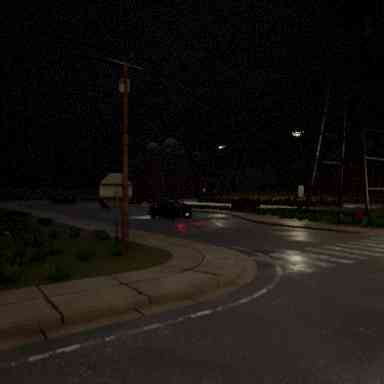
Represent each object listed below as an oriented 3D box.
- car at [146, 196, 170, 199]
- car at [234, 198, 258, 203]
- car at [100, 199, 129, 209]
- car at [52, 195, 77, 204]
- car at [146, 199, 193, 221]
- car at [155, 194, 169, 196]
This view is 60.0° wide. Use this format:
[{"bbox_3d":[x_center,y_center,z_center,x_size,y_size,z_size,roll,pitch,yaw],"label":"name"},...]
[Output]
[{"bbox_3d":[-2.480,1.509,35.818,4.193,1.474,1.816,0,0,-36],"label":"car"},{"bbox_3d":[7.201,1.527,44.375,3.905,1.438,1.784,0,0,-36],"label":"car"},{"bbox_3d":[-10.897,1.317,46.365,3.866,1.878,1.905,0,0,-36],"label":"car"},{"bbox_3d":[-25.186,1.484,65.904,4.611,1.667,2.242,0,0,-36],"label":"car"},{"bbox_3d":[-1.743,1.528,27.335,1.812,1.442,4.674,0,0,-37],"label":"car"},{"bbox_3d":[-6.214,1.316,62.414,4.605,1.855,1.932,0,0,-36],"label":"car"}]
